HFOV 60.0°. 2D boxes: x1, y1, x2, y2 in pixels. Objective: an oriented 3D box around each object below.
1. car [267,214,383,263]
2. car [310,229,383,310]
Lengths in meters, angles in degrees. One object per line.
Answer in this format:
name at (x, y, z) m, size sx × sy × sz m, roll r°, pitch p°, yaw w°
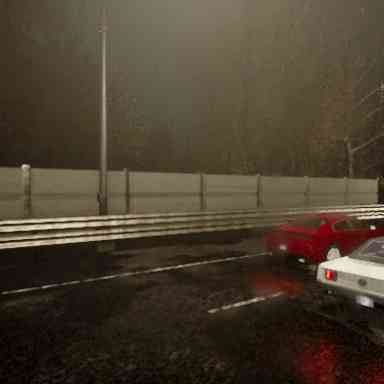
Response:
car at (4.728, 1.465, 11.062) m, size 5.008 × 1.535 × 1.882 m, roll 0°, pitch 0°, yaw -33°
car at (4.831, 1.596, 6.962) m, size 4.718 × 1.301 × 1.895 m, roll 0°, pitch 0°, yaw -34°
